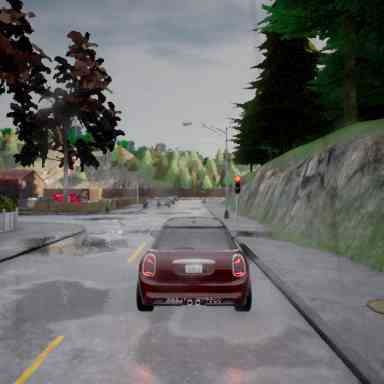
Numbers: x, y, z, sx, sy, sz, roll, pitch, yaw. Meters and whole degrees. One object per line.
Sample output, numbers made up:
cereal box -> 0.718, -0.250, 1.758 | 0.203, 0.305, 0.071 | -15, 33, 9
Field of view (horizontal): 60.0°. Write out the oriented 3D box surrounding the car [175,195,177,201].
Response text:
car -> -4.061, 1.526, 59.096 | 1.812, 1.442, 4.674 | 0, 0, 0

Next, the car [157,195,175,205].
car -> -4.086, 1.491, 49.068 | 2.128, 1.511, 4.902 | 0, 0, 0

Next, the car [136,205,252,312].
car -> 0.055, 1.352, 7.899 | 2.097, 1.767, 4.553 | 0, 0, 1
